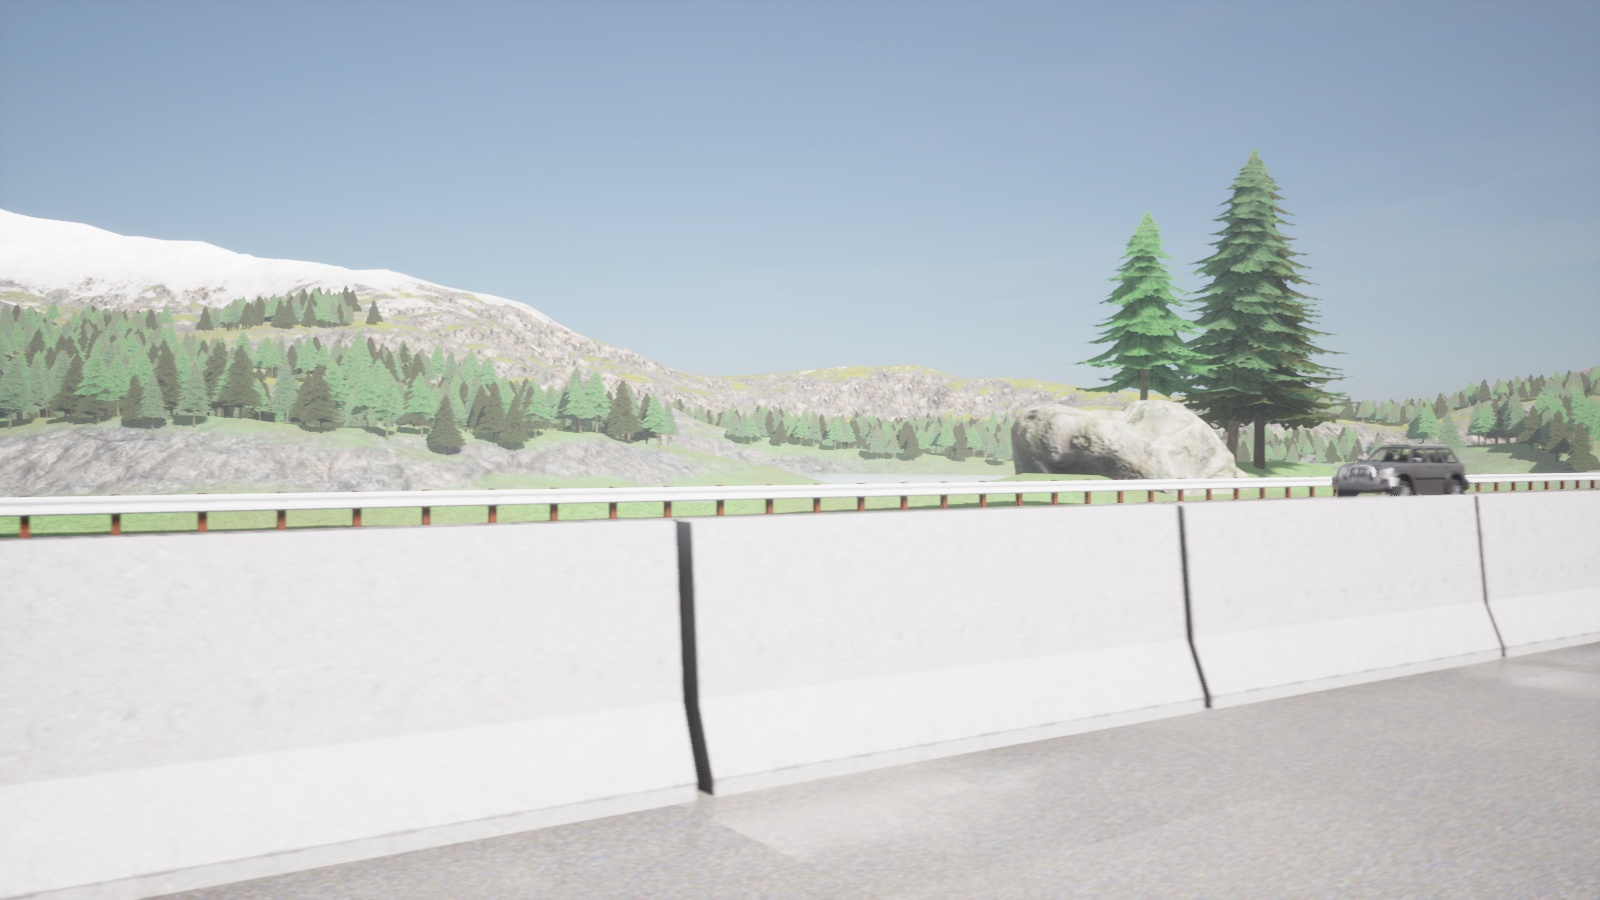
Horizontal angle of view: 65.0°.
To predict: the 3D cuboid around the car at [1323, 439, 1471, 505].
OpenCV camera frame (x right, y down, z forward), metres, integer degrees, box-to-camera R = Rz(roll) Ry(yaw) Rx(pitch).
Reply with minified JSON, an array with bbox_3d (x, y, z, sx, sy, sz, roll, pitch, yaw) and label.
[{"bbox_3d":[17.792,0.615,37.362,4.605,1.855,1.932,0,0,-35],"label":"car"}]
